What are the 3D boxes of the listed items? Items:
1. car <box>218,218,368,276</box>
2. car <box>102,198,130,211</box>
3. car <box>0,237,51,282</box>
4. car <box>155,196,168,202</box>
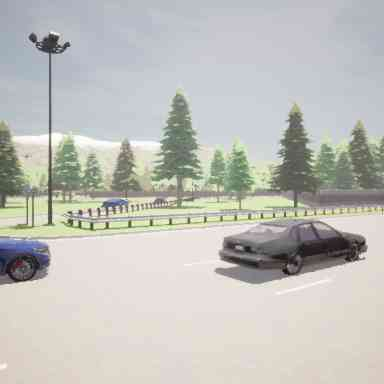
[{"bbox_3d":[3.308,1.547,10.390,5.357,1.411,2.033,0,0,-35],"label":"car"},{"bbox_3d":[-9.224,1.477,40.920,1.882,1.535,5.008,0,0,12],"label":"car"},{"bbox_3d":[-5.966,1.526,8.088,4.674,1.442,1.812,0,0,-35],"label":"car"},{"bbox_3d":[-6.036,1.525,65.472,1.812,1.442,4.674,0,0,6],"label":"car"}]
